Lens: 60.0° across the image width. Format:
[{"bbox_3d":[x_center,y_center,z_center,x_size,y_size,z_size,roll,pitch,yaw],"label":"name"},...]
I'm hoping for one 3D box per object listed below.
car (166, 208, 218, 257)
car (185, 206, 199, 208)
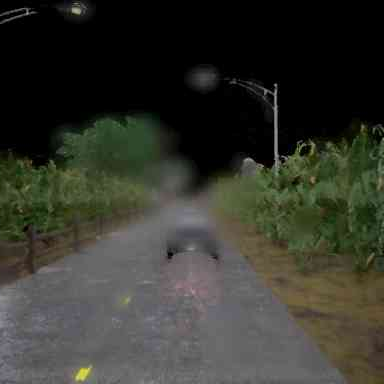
[{"bbox_3d":[0.016,1.647,13.502,1.837,1.490,4.892,0,0,0],"label":"car"},{"bbox_3d":[0.009,1.860,28.439,1.994,1.385,4.181,0,0,1],"label":"car"}]
